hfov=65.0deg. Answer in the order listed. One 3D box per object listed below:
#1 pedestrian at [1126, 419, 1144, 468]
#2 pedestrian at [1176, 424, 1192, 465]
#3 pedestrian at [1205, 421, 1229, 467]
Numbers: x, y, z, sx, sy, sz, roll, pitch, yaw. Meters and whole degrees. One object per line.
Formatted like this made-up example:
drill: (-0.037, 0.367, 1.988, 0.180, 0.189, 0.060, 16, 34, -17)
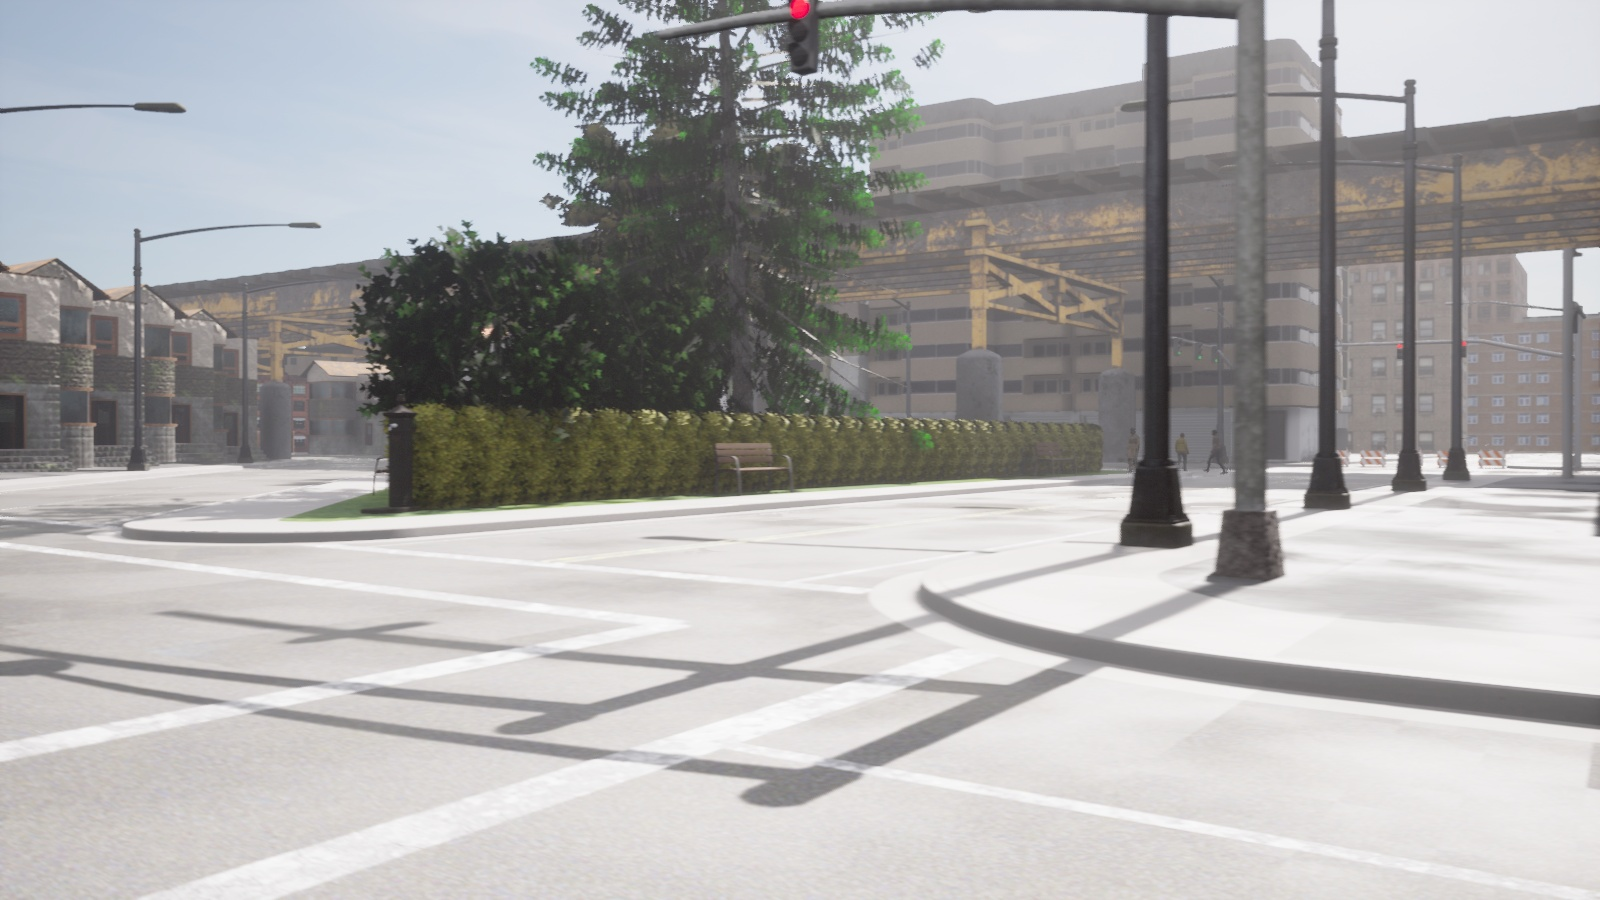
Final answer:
pedestrian: (13.416, -0.273, 50.326, 0.396, 1.930, 0.692, -1, 1, 40)
pedestrian: (17.279, -0.258, 56.515, 0.370, 1.835, 0.726, -1, 1, 43)
pedestrian: (16.751, -0.244, 50.403, 0.869, 1.805, 0.328, -1, 0, 24)
